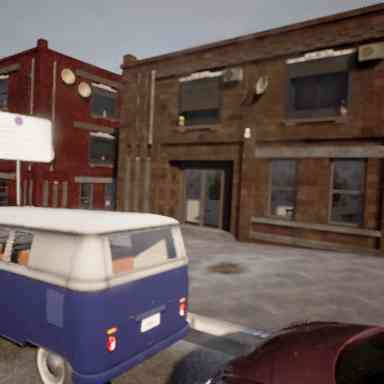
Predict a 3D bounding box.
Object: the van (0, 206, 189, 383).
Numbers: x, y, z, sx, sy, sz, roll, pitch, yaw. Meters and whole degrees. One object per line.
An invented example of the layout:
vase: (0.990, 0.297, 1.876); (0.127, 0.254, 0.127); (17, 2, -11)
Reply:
van: (-2.250, 1.250, 5.136); (4.442, 1.987, 1.878); (0, 0, 35)
